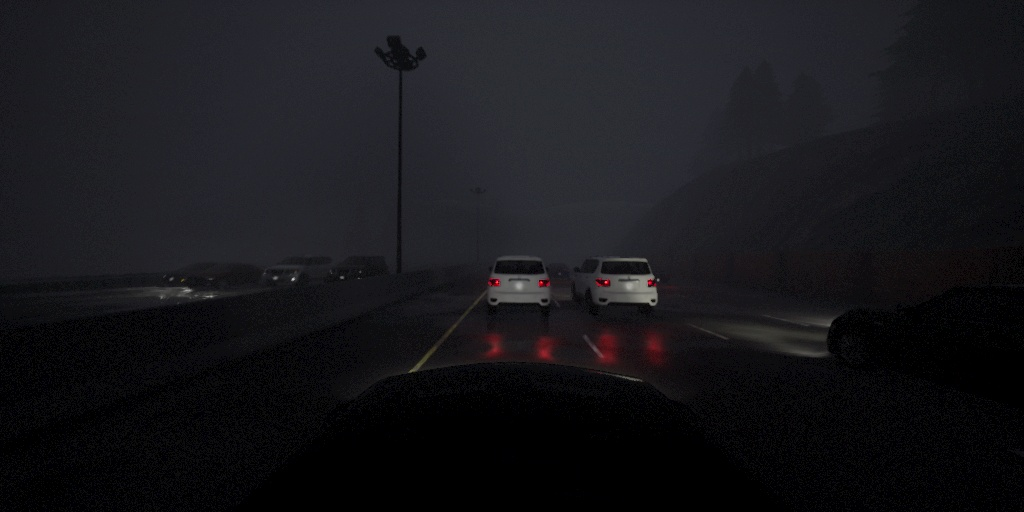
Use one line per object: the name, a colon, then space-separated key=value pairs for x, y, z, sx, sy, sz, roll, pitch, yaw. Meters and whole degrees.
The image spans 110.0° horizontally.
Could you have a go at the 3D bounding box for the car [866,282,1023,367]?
car: x=10.669 y=1.407 z=7.706 sx=1.994 sy=1.385 sz=4.181 roll=0 pitch=0 yaw=1

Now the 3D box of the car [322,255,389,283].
car: x=-10.282 y=0.964 z=24.527 sx=2.150 sy=2.045 sz=5.566 roll=0 pitch=0 yaw=1

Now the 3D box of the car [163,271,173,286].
car: x=-20.785 y=1.172 z=24.346 sx=1.837 sy=1.490 sz=4.892 roll=0 pitch=0 yaw=1

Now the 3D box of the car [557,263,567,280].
car: x=4.023 y=1.344 z=32.382 sx=1.882 sy=1.535 sz=5.008 roll=0 pitch=0 yaw=1

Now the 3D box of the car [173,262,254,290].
car: x=-17.322 y=1.163 z=22.004 sx=1.882 sy=1.535 sz=5.008 roll=0 pitch=0 yaw=1

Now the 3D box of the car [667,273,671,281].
car: x=10.974 y=1.507 z=29.053 sx=1.895 sy=1.301 sz=4.718 roll=0 pitch=0 yaw=1

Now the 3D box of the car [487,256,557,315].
car: x=0.260 y=1.008 z=13.870 sx=2.150 sy=2.045 sz=5.566 roll=0 pitch=0 yaw=1

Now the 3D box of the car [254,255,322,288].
car: x=-13.796 y=0.937 z=23.737 sx=2.150 sy=2.045 sz=5.566 roll=0 pitch=0 yaw=1

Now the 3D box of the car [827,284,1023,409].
car: x=7.130 y=1.162 z=5.037 sx=2.097 sy=1.767 sz=4.553 roll=0 pitch=0 yaw=1

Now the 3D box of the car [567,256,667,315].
car: x=3.763 y=1.033 z=14.077 sx=2.150 sy=2.045 sz=5.566 roll=0 pitch=0 yaw=1
